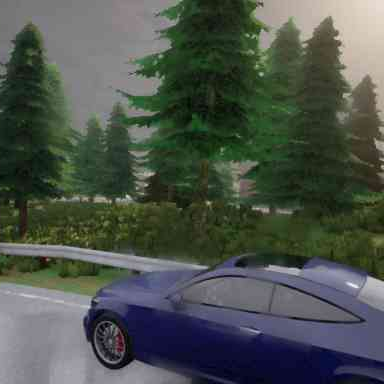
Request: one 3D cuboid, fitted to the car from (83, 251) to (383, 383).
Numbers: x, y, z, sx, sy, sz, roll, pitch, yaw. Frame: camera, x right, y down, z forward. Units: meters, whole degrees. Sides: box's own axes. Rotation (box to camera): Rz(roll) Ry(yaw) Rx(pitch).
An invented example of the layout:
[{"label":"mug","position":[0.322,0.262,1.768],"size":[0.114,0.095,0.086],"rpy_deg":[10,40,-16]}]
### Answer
[{"label":"car","position":[0.761,1.499,4.094],"size":[4.674,1.442,1.812],"rpy_deg":[1,1,31]}]
